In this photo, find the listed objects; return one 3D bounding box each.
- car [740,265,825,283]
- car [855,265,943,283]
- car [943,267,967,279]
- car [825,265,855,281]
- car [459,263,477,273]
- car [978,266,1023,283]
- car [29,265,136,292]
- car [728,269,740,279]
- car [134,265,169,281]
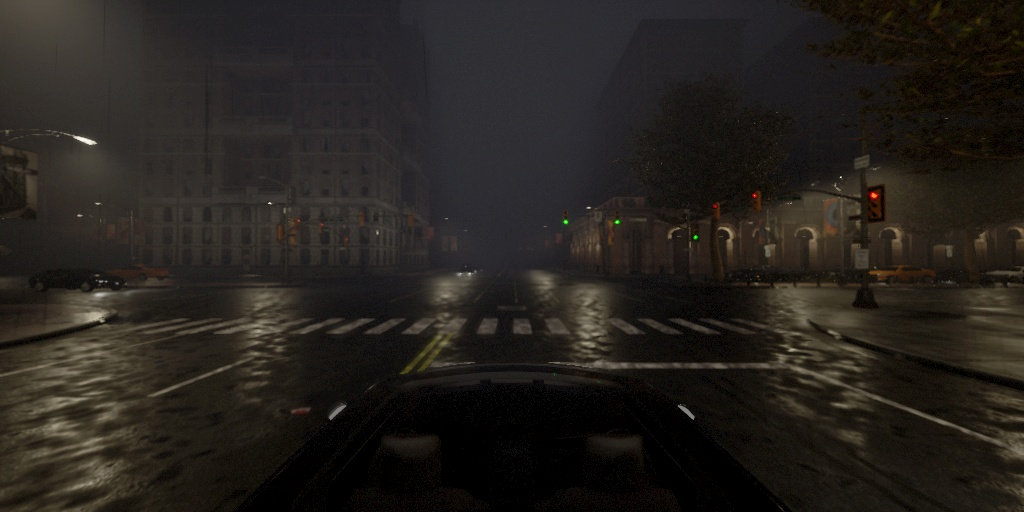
[{"bbox_3d":[23.124,1.637,30.828,5.357,1.411,2.033,0,-1,0],"label":"car"},{"bbox_3d":[33.089,1.567,30.775,5.008,1.535,1.882,0,-1,0],"label":"car"},{"bbox_3d":[42.975,1.693,34.211,4.181,1.385,1.994,0,-1,0],"label":"car"},{"bbox_3d":[32.925,1.621,34.278,4.902,1.511,2.128,0,-1,0],"label":"car"},{"bbox_3d":[-7.108,1.891,56.454,1.837,1.490,4.892,0,-1,0],"label":"car"},{"bbox_3d":[43.315,1.614,30.710,4.674,1.442,1.812,0,-1,1],"label":"car"},{"bbox_3d":[-27.620,1.500,22.904,4.892,1.490,1.837,0,-1,0],"label":"car"},{"bbox_3d":[23.328,1.622,34.328,4.902,1.511,2.128,0,-1,0],"label":"car"},{"bbox_3d":[-36.168,1.609,34.632,5.008,1.535,1.882,0,-1,0],"label":"car"}]
